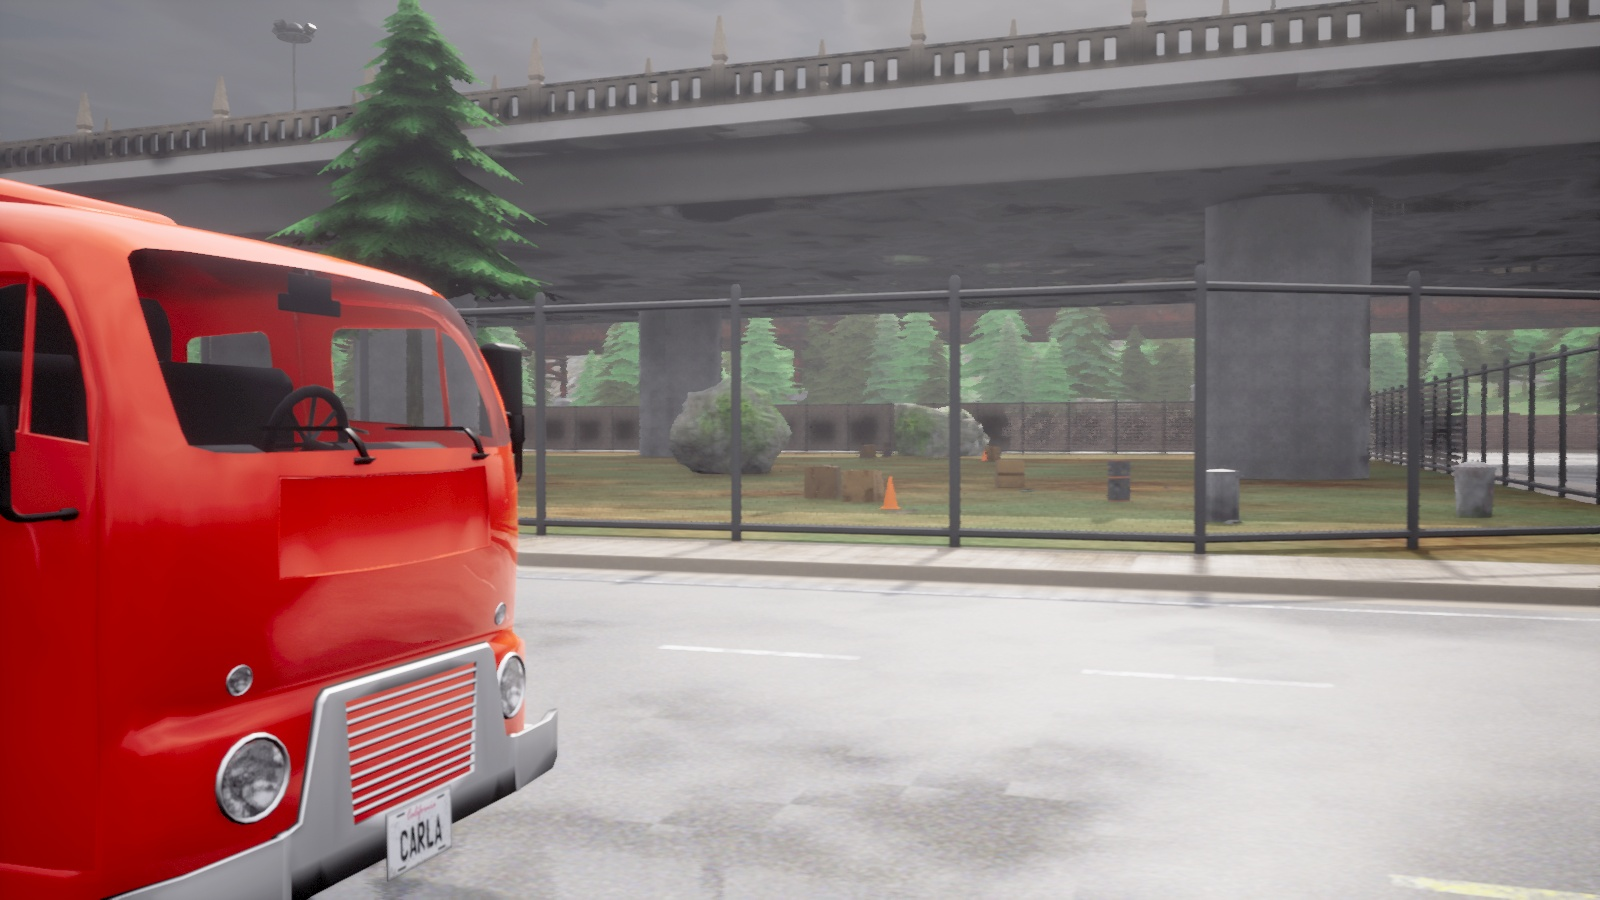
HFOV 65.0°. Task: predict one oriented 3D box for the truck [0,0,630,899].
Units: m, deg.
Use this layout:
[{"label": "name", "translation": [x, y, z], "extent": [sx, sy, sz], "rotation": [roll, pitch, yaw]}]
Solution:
[{"label": "truck", "translation": [-3.545, 0.256, 4.379], "extent": [5.204, 2.467, 2.627], "rotation": [0, 1, 19]}]
